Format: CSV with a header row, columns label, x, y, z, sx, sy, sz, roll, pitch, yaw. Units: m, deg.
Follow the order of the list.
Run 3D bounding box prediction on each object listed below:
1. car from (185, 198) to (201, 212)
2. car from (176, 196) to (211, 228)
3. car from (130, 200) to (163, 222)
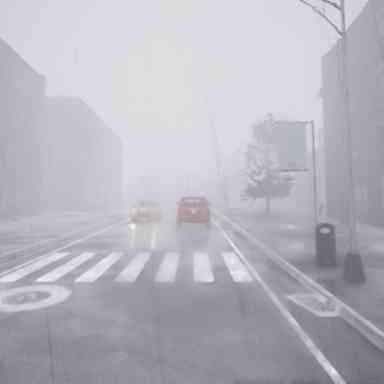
label,x,y,z,sx,sy,sz,roll,pitch,yaw
car,0.111,1.567,40.827,1.882,1.535,5.008,0,0,0
car,0.108,1.272,22.493,2.150,2.045,5.566,0,0,0
car,-3.509,1.407,26.421,2.097,1.767,4.553,0,0,0
